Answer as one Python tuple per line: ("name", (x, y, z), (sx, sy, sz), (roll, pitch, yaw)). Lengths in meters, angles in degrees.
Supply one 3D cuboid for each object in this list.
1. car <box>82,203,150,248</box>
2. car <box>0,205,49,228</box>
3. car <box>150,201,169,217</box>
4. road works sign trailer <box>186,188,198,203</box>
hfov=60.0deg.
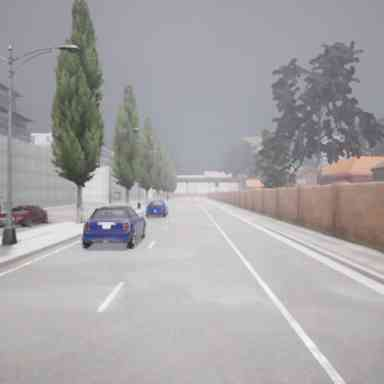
("car", (-3.402, 1.417, 15.355), (2.097, 1.767, 4.553), (0, 0, 0))
("car", (-11.599, 1.624, 23.114), (1.812, 1.442, 4.674), (0, 0, 0))
("car", (-3.401, 1.617, 33.207), (1.882, 1.535, 5.008), (0, 0, 0))
("road works sign trailer", (-0.002, 0.798, 79.610), (2.380, 3.560, 2.880), (0, 0, 0))
